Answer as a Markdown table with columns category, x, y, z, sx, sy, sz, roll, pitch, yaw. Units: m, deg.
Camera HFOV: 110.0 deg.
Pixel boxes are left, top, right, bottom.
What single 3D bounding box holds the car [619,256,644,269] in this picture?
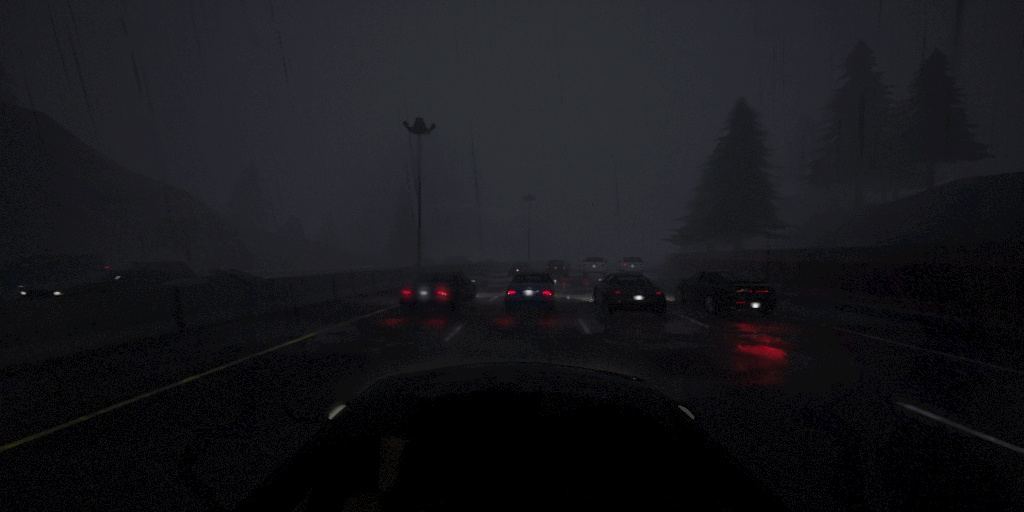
| category | x | y | z | sx | sy | sz | roll | pitch | yaw |
| --- | --- | --- | --- | --- | --- | --- | --- | --- | --- |
| car | 12.079 | 1.004 | 36.354 | 2.150 | 2.045 | 5.566 | 0 | 0 | 16 |

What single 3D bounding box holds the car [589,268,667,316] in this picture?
| category | x | y | z | sx | sy | sz | roll | pitch | yaw |
| --- | --- | --- | --- | --- | --- | --- | --- | --- | --- |
| car | 4.303 | 1.326 | 13.634 | 1.994 | 1.385 | 4.181 | 0 | 0 | 5 |

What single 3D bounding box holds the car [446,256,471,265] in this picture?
| category | x | y | z | sx | sy | sz | roll | pitch | yaw |
| --- | --- | --- | --- | --- | --- | --- | --- | --- | --- |
| car | -7.645 | 1.218 | 55.232 | 2.128 | 1.511 | 4.902 | 0 | 0 | 21 |

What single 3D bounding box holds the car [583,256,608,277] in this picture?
| category | x | y | z | sx | sy | sz | roll | pitch | yaw |
| --- | --- | --- | --- | --- | --- | --- | --- | --- | --- |
| car | 8.229 | 0.994 | 35.566 | 2.150 | 2.045 | 5.566 | 0 | 0 | 15 |

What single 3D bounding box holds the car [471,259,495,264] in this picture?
| category | x | y | z | sx | sy | sz | roll | pitch | yaw |
| --- | --- | --- | --- | --- | --- | --- | --- | --- | --- |
| car | -3.941 | 1.215 | 55.189 | 1.882 | 1.535 | 5.008 | 0 | 0 | 21 |

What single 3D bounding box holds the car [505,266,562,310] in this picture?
| category | x | y | z | sx | sy | sz | roll | pitch | yaw |
| --- | --- | --- | --- | --- | --- | --- | --- | --- | --- |
| car | 0.834 | 1.299 | 14.634 | 2.033 | 1.411 | 5.357 | 0 | 0 | 6 |

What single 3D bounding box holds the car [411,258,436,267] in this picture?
| category | x | y | z | sx | sy | sz | roll | pitch | yaw |
| --- | --- | --- | --- | --- | --- | --- | --- | --- | --- |
| car | -14.189 | 1.060 | 57.731 | 2.097 | 1.767 | 4.553 | 0 | 0 | 21 |

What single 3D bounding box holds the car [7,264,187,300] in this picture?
| category | x | y | z | sx | sy | sz | roll | pitch | yaw |
| --- | --- | --- | --- | --- | --- | --- | --- | --- | --- |
| car | -16.838 | 1.249 | 15.477 | 2.033 | 1.411 | 5.357 | 0 | 0 | 5 |

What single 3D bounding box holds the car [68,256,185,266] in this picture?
| category | x | y | z | sx | sy | sz | roll | pitch | yaw |
| --- | --- | --- | --- | --- | --- | --- | --- | --- | --- |
| car | -19.890 | 1.045 | 19.374 | 2.097 | 1.767 | 4.553 | 0 | 0 | 7 |

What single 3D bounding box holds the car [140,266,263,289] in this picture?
| category | x | y | z | sx | sy | sz | roll | pitch | yaw |
| --- | --- | --- | --- | --- | --- | --- | --- | --- | --- |
| car | -13.221 | 1.276 | 15.991 | 1.994 | 1.385 | 4.181 | 0 | 0 | 6 |

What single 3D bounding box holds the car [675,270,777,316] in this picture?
| category | x | y | z | sx | sy | sz | roll | pitch | yaw |
| --- | --- | --- | --- | --- | --- | --- | --- | --- | --- |
| car | 7.800 | 1.277 | 13.560 | 1.837 | 1.490 | 4.892 | 0 | 0 | 5 |

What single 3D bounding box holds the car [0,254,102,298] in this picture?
| category | x | y | z | sx | sy | sz | roll | pitch | yaw |
| --- | --- | --- | --- | --- | --- | --- | --- | --- | --- |
| car | -23.637 | 0.903 | 17.631 | 2.150 | 2.045 | 5.566 | 0 | 0 | 6 |

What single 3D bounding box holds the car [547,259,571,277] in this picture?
| category | x | y | z | sx | sy | sz | roll | pitch | yaw |
| --- | --- | --- | --- | --- | --- | --- | --- | --- | --- |
| car | 4.552 | 1.114 | 35.166 | 2.097 | 1.767 | 4.553 | 0 | 0 | 14 |

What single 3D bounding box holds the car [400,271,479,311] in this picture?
| category | x | y | z | sx | sy | sz | roll | pitch | yaw |
| --- | --- | --- | --- | --- | --- | --- | --- | --- | --- |
| car | -2.691 | 1.289 | 14.437 | 2.033 | 1.411 | 5.357 | 0 | 0 | 6 |

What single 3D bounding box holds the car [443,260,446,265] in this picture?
| category | x | y | z | sx | sy | sz | roll | pitch | yaw |
| --- | --- | --- | --- | --- | --- | --- | --- | --- | --- |
| car | -9.407 | 0.942 | 60.370 | 2.150 | 2.045 | 5.566 | 0 | 0 | 22 |

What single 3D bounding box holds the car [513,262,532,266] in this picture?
| category | x | y | z | sx | sy | sz | roll | pitch | yaw |
| --- | --- | --- | --- | --- | --- | --- | --- | --- | --- |
| car | 0.983 | 1.316 | 35.338 | 1.994 | 1.385 | 4.181 | 0 | 0 | 14 |
